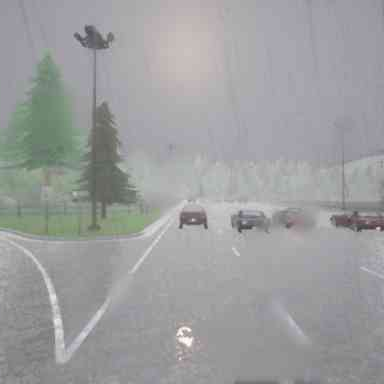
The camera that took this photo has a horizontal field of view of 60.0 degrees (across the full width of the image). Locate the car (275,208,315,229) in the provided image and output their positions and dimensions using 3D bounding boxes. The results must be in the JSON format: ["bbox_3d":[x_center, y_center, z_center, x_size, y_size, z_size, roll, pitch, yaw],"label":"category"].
[{"bbox_3d":[7.096,1.785,23.459,1.994,1.385,4.181,0,-1,0],"label":"car"}]

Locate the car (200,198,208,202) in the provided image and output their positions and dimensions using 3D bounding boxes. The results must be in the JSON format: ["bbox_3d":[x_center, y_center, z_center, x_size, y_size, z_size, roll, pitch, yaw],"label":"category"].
[{"bbox_3d":[3.479,2.449,91.975,1.895,1.301,4.718,0,-1,0],"label":"car"}]

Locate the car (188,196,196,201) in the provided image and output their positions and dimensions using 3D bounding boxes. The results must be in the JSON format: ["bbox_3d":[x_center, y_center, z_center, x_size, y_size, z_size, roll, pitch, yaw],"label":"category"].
[{"bbox_3d":[-0.021,2.064,91.561,2.150,2.045,5.566,0,-1,0],"label":"car"}]

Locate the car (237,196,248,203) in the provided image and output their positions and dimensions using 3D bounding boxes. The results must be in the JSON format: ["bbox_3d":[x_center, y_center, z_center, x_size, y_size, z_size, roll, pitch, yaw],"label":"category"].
[{"bbox_3d":[13.979,2.065,91.564,2.150,2.045,5.566,0,-1,0],"label":"car"}]

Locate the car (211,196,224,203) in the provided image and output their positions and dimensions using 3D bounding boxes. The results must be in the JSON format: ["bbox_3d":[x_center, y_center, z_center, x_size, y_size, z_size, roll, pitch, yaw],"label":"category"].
[{"bbox_3d":[6.979,2.389,91.529,2.033,1.411,5.357,0,-1,0],"label":"car"}]

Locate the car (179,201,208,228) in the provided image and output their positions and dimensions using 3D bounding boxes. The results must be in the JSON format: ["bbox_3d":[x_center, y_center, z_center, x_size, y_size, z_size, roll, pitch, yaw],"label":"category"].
[{"bbox_3d":[0.095,1.706,24.264,1.882,1.535,5.008,0,-1,0],"label":"car"}]

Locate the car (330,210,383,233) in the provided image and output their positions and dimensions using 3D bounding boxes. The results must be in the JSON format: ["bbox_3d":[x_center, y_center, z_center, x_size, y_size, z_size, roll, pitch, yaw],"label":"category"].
[{"bbox_3d":[10.595,1.800,21.138,1.895,1.301,4.718,0,-1,0],"label":"car"}]

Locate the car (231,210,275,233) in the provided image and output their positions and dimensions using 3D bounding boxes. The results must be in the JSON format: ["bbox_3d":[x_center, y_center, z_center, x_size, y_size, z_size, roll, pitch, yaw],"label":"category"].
[{"bbox_3d":[3.595,1.800,21.137,1.895,1.301,4.718,0,-1,0],"label":"car"}]

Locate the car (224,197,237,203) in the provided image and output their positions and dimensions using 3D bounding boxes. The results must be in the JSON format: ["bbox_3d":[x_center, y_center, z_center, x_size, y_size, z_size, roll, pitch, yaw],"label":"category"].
[{"bbox_3d":[10.479,2.407,91.947,1.994,1.385,4.181,0,-1,0],"label":"car"}]
